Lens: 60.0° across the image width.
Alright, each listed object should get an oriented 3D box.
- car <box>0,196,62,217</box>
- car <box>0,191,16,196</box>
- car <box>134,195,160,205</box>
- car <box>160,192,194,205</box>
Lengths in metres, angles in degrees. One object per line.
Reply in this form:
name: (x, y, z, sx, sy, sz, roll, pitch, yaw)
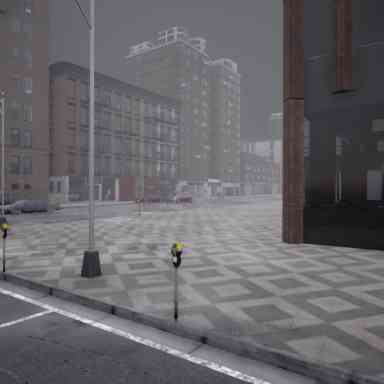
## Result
car: (-14.078, 1.290, 28.845, 2.033, 1.411, 5.357, 0, 1, 36)
car: (-18.054, 0.980, 28.879, 2.150, 2.045, 5.566, 0, 1, 36)
car: (-5.791, 1.066, 45.935, 1.895, 1.301, 4.718, 0, 1, 36)
car: (-1.731, 0.802, 46.000, 2.097, 1.767, 4.553, 0, 1, 36)
